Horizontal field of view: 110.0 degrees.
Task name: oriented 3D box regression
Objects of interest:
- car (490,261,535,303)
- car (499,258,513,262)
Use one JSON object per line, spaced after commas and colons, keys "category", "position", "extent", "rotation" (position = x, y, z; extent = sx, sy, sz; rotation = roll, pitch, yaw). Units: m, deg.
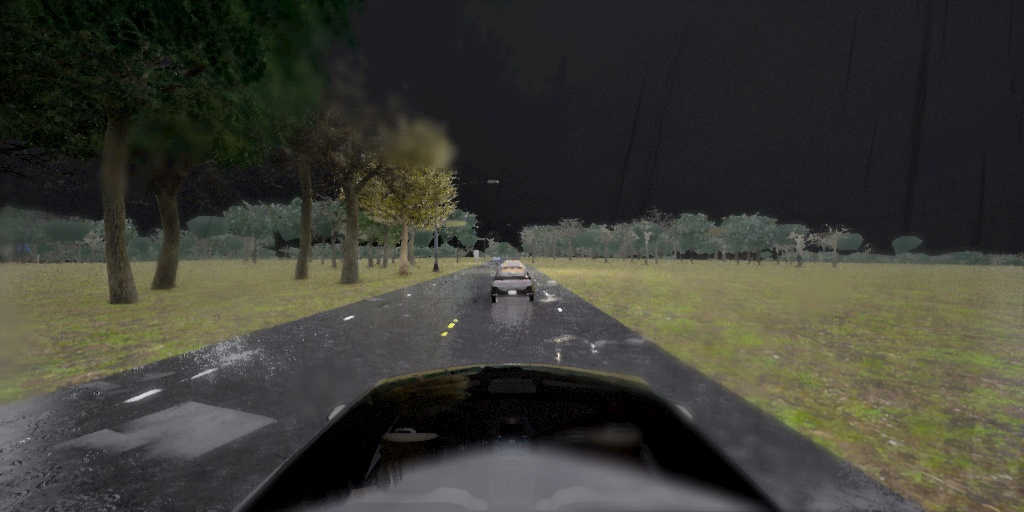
{"category": "car", "position": [0.013, 1.204, 16.455], "extent": [2.128, 1.511, 4.902], "rotation": [-1, 0, 0]}
{"category": "car", "position": [0.078, 1.142, 31.454], "extent": [1.882, 1.535, 5.008], "rotation": [0, 0, 0]}
